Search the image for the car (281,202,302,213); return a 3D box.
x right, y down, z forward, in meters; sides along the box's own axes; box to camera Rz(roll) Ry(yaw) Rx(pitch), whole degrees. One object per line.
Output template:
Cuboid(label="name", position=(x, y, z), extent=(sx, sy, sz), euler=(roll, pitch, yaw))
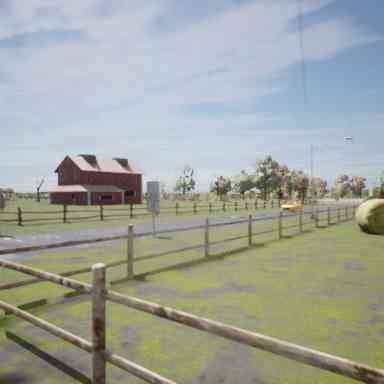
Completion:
Cuboid(label="car", position=(14.820, 2.211, 49.347), extent=(1.882, 1.535, 5.008), euler=(-1, -1, 36))
